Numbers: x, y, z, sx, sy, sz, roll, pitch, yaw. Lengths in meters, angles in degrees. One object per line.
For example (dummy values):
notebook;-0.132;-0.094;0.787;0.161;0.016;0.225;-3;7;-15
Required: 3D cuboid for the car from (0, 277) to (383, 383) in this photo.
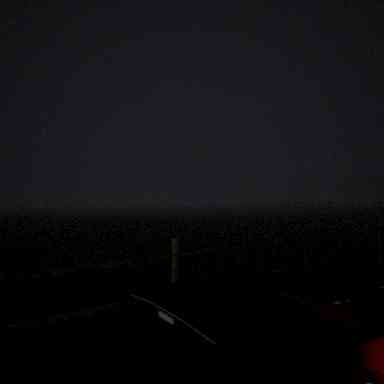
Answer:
car;-0.109;1.601;2.867;4.718;1.301;1.895;0;0;-35
